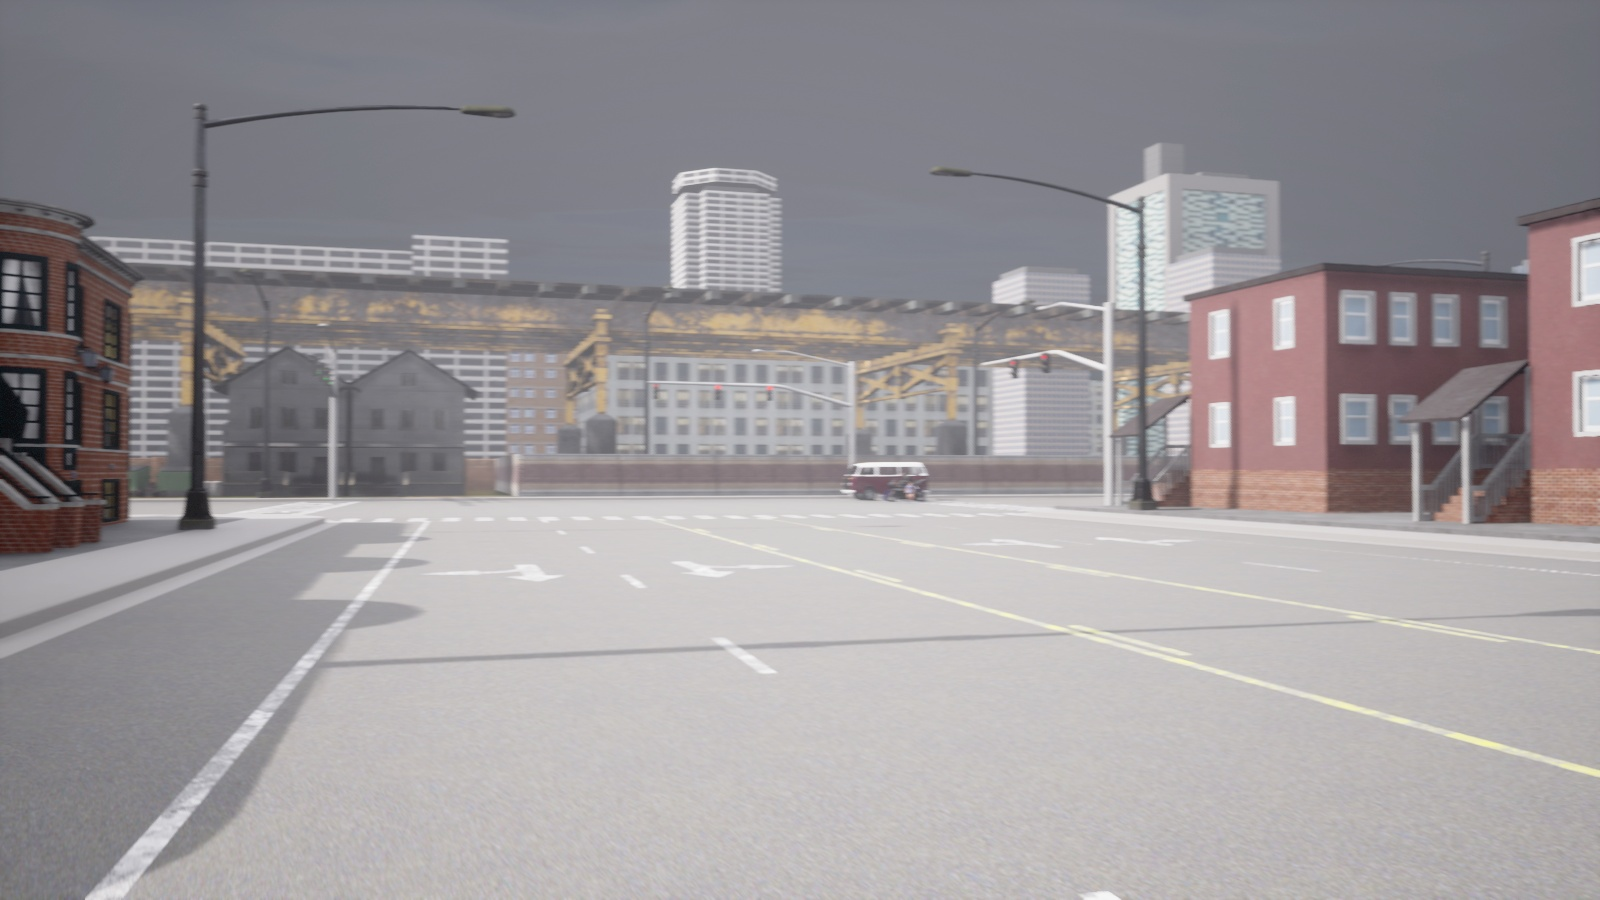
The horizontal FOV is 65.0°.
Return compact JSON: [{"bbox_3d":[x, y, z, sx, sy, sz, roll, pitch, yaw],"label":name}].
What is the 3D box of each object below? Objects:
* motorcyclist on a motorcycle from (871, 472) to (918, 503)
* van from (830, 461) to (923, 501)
[{"bbox_3d":[4.778,1.873,63.278,2.191,1.530,0.866,0,-1,-15],"label":"motorcyclist on a motorcycle"},{"bbox_3d":[4.031,1.625,66.707,4.480,2.038,2.069,0,-1,-15],"label":"van"}]
